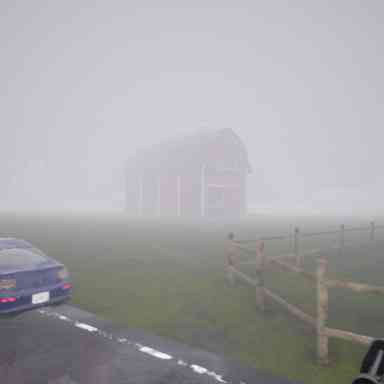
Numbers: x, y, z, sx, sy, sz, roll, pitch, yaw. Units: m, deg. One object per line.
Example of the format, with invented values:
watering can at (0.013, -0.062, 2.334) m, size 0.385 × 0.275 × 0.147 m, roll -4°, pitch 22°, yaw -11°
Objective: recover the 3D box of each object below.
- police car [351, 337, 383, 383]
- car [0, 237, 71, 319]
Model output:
police car at (3.440, 1.495, 1.324) m, size 5.238 × 1.638 × 1.930 m, roll -1°, pitch -2°, yaw 37°
car at (-4.497, 1.715, 7.221) m, size 4.674 × 1.442 × 1.812 m, roll -1°, pitch -2°, yaw 37°
